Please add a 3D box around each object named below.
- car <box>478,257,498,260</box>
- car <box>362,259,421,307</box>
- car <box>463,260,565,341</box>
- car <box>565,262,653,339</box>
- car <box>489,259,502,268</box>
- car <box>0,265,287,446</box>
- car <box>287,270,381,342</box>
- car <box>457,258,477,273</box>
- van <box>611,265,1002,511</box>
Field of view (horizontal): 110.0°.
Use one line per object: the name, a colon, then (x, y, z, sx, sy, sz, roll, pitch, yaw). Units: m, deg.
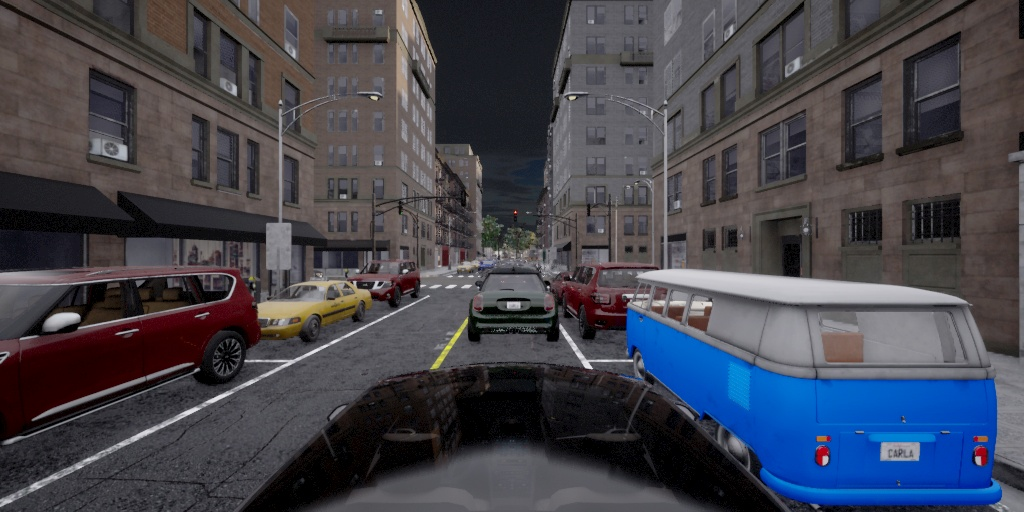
car: (-2.898, 1.227, 42.887, 1.882, 1.535, 5.008, 0, 0, 0)
car: (-5.418, 1.064, 15.633, 2.192, 1.841, 5.009, 0, 0, 0)
car: (0.023, 1.102, 10.001, 2.097, 1.767, 4.553, 0, 0, 0)
car: (2.627, 1.065, 9.964, 2.192, 1.841, 5.009, 0, 0, 0)
car: (-2.896, 1.315, 62.914, 1.994, 1.385, 4.181, 0, 0, 0)
car: (-5.401, 1.065, 4.277, 2.192, 1.841, 5.009, 0, 0, 0)
car: (-5.410, 1.275, 9.784, 1.751, 1.417, 4.829, 0, 0, 0)
car: (-5.469, 1.274, 42.471, 1.751, 1.417, 4.829, 0, 0, 0)
van: (2.635, 1.091, 4.285, 1.690, 1.789, 3.998, 0, 0, 0)
